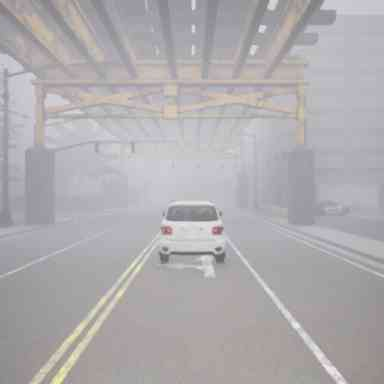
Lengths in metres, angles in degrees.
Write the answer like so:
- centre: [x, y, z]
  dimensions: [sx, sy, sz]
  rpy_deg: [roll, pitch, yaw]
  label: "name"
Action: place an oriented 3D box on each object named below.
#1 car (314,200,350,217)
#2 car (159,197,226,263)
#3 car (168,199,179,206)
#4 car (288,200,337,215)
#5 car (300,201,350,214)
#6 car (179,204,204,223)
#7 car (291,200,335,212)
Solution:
- centre: [13.261, 1.678, 33.310]
  dimensions: [4.974, 1.542, 2.038]
  rpy_deg: [0, 0, -20]
  label: "car"
- centre: [0.008, 1.321, 12.580]
  dimensions: [2.150, 2.045, 5.566]
  rpy_deg: [0, 0, 0]
  label: "car"
- centre: [-3.521, 2.018, 64.108]
  dimensions: [1.895, 1.301, 4.718]
  rpy_deg: [0, 0, 1]
  label: "car"
- centre: [13.587, 1.704, 37.469]
  dimensions: [4.974, 1.542, 2.038]
  rpy_deg: [0, 0, 25]
  label: "car"
- centre: [13.310, 1.521, 33.329]
  dimensions: [4.536, 1.218, 1.853]
  rpy_deg: [0, 0, -20]
  label: "car"
- centre: [-0.101, 1.761, 28.535]
  dimensions: [1.994, 1.385, 4.181]
  rpy_deg: [0, 0, -3]
  label: "car"
- centre: [13.635, 1.546, 37.448]
  dimensions: [4.536, 1.218, 1.853]
  rpy_deg: [0, 0, 25]
  label: "car"
